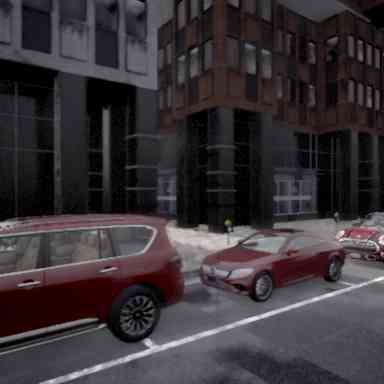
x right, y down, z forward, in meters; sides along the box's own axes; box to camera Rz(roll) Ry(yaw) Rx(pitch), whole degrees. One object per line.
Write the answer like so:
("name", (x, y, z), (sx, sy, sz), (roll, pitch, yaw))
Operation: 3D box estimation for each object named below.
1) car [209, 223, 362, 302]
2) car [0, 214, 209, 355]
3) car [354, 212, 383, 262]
("car", (2.120, 1.576, 8.166), (4.206, 1.307, 1.802), (0, 0, -36))
("car", (-2.441, 1.314, 4.911), (5.009, 1.841, 2.192), (0, 0, -36))
("car", (6.678, 1.429, 11.421), (4.097, 1.590, 1.967), (0, 0, -36))
